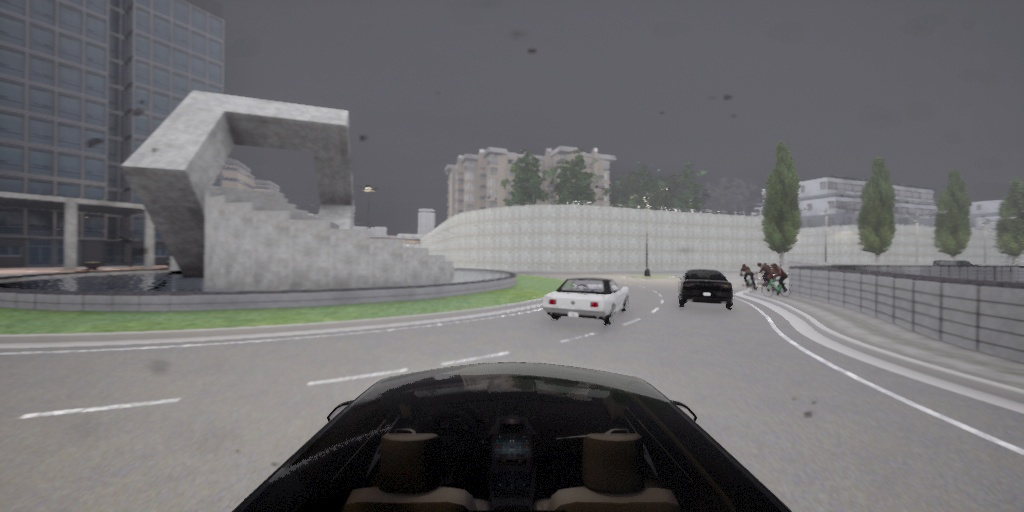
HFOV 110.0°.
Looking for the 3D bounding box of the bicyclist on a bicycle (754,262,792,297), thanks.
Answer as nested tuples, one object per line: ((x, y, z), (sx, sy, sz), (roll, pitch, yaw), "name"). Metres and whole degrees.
((12.887, 1.186, 17.431), (1.656, 1.620, 0.582), (0, 0, -8), "bicyclist on a bicycle")

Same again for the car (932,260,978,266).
((47.010, 1.470, 37.959), (5.566, 2.045, 2.150), (1, 0, -18), "car")

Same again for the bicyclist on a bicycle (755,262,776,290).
((15.594, 1.215, 22.064), (0.582, 1.620, 1.656), (1, 0, 18), "bicyclist on a bicycle")

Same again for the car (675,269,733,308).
((8.413, 1.315, 15.932), (1.882, 1.535, 5.008), (1, 0, 23), "car")

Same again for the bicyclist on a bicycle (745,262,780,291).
((14.982, 1.209, 21.477), (1.656, 1.620, 0.582), (0, 0, 39), "bicyclist on a bicycle")

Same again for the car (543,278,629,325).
((2.716, 1.378, 12.115), (1.895, 1.301, 4.718), (1, 0, 26), "car")

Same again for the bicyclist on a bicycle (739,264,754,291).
((13.761, 1.257, 21.052), (0.582, 1.620, 1.656), (-4, -7, 12), "bicyclist on a bicycle")
